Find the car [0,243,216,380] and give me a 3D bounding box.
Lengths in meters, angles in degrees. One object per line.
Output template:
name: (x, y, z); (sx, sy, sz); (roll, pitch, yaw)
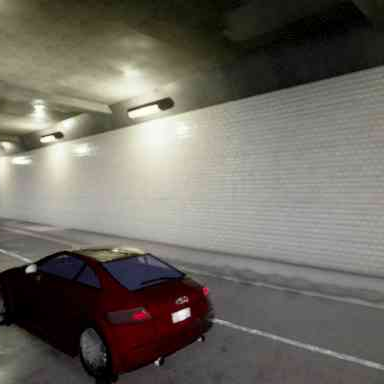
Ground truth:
car: (-1.675, 1.584, 5.619); (4.181, 1.385, 1.994); (0, 0, 40)
